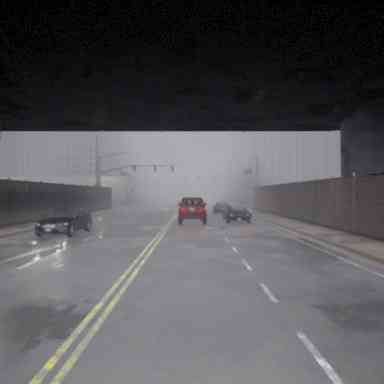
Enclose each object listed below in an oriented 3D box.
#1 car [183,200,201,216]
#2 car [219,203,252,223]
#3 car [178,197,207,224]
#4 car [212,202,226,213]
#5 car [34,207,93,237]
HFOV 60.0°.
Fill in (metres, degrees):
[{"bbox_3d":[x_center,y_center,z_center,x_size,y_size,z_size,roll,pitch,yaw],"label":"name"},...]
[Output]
[{"bbox_3d":[-0.021,1.749,37.310,1.882,1.535,5.008,0,0,0],"label":"car"},{"bbox_3d":[3.584,1.799,27.425,1.895,1.301,4.718,0,0,0],"label":"car"},{"bbox_3d":[0.033,1.415,26.601,2.150,2.045,5.566,0,0,0],"label":"car"},{"bbox_3d":[3.569,1.856,40.370,1.994,1.385,4.181,0,0,0],"label":"car"},{"bbox_3d":[-7.096,1.630,18.854,2.128,1.511,4.902,0,0,0],"label":"car"}]
